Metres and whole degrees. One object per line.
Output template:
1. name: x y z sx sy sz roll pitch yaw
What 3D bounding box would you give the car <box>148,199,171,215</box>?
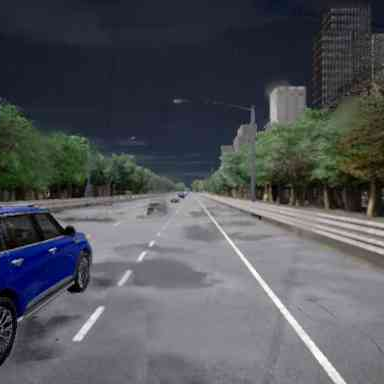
1. car: -3.517 1.535 34.866 1.837 1.490 4.892 0 0 0

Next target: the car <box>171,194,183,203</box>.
1. car: -3.531 1.609 70.522 1.895 1.301 4.718 0 0 0

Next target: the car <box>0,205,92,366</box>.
1. car: -3.502 1.224 5.763 2.150 2.045 5.566 0 0 0
